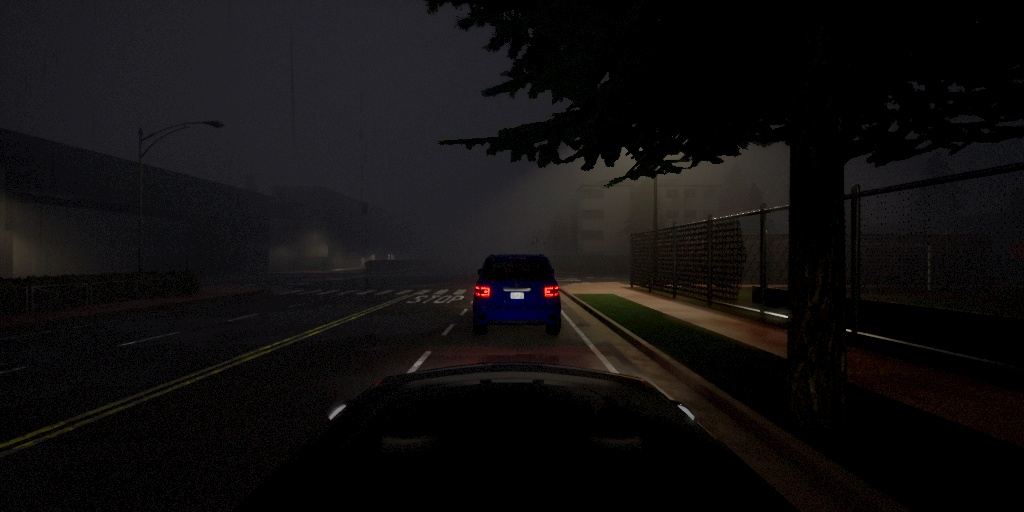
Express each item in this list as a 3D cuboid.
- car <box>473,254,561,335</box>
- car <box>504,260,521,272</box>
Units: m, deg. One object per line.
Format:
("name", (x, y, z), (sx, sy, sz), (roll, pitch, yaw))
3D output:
("car", (0.124, 0.972, 10.642), (2.150, 2.045, 5.566), (0, 0, 0))
("car", (0.063, 1.241, 46.368), (2.128, 1.511, 4.902), (0, 0, -1))
